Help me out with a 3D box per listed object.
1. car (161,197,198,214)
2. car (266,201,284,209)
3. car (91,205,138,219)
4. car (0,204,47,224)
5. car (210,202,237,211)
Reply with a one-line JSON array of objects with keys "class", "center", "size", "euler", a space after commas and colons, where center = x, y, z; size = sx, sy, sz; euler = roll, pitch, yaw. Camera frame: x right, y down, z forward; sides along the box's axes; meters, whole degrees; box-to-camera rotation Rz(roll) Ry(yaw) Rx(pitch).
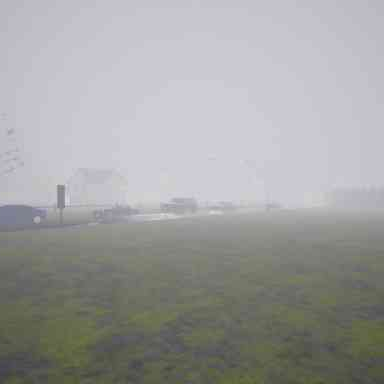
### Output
[{"class": "car", "center": [-1.499, 1.698, 42.041], "size": [2.150, 2.045, 5.566], "euler": [1, 0, 37]}, {"class": "car", "center": [15.061, 2.388, 60.268], "size": [1.994, 1.385, 4.181], "euler": [1, 0, 35]}, {"class": "car", "center": [-7.679, 1.934, 33.398], "size": [1.895, 1.301, 4.718], "euler": [1, 0, 35]}, {"class": "car", "center": [-13.561, 1.671, 25.125], "size": [1.882, 1.535, 5.008], "euler": [1, 0, 35]}, {"class": "car", "center": [4.901, 2.168, 50.976], "size": [2.033, 1.411, 5.357], "euler": [1, 0, 36]}]
